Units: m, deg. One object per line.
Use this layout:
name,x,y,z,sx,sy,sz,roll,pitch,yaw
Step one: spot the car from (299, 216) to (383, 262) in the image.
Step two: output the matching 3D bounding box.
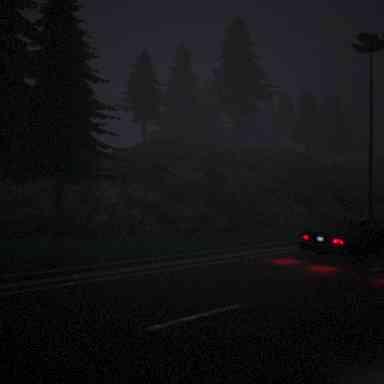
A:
car,6.343,1.643,12.592,5.357,1.411,2.033,1,0,-35
